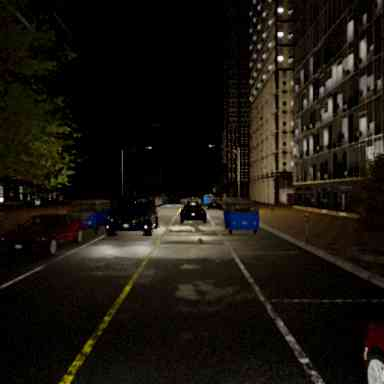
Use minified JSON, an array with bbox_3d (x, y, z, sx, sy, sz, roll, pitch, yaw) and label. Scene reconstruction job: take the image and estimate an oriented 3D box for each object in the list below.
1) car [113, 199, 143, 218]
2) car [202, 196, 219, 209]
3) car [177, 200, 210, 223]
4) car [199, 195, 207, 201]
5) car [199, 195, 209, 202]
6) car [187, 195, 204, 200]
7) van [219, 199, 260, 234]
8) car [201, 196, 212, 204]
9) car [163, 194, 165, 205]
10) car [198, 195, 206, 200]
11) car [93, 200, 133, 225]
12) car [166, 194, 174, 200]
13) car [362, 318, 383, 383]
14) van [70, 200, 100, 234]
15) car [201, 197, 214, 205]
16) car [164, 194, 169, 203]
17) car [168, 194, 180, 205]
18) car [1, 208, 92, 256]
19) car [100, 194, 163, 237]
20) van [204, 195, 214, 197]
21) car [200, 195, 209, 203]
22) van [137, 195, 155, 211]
[{"bbox_3d":[-5.697,1.439,30.170,1.967,1.590,4.097,0,0,0],"label":"car"},{"bbox_3d":[2.682,1.557,41.511,1.947,1.339,4.313,0,0,0],"label":"car"},{"bbox_3d":[0.094,1.563,25.673,1.994,1.385,4.181,0,0,0],"label":"car"},{"bbox_3d":[2.674,1.454,81.362,1.752,1.417,4.829,0,0,0],"label":"car"},{"bbox_3d":[2.675,1.492,75.521,2.008,1.369,4.403,0,0,0],"label":"car"},{"bbox_3d":[0.090,1.342,41.673,2.097,1.767,4.553,0,0,0],"label":"car"},{"bbox_3d":[2.686,1.343,18.835,1.690,1.788,3.998,0,0,0],"label":"van"},{"bbox_3d":[2.677,1.527,64.185,1.947,1.339,4.313,0,0,0],"label":"car"},{"bbox_3d":[-5.701,1.503,52.676,1.752,1.417,4.829,0,0,0],"label":"car"},{"bbox_3d":[2.673,1.467,86.860,2.008,1.369,4.403,0,0,0],"label":"car"},{"bbox_3d":[-5.696,1.442,24.502,1.967,1.590,4.097,0,0,0],"label":"car"},{"bbox_3d":[-5.707,1.357,86.857,1.967,1.590,4.097,0,0,0],"label":"car"},{"bbox_3d":[2.690,1.545,1.831,1.887,1.381,4.507,0,0,0],"label":"car"},{"bbox_3d":[-5.694,1.343,18.834,1.690,1.788,3.998,0,0,0],"label":"van"},{"bbox_3d":[2.678,1.536,58.517,1.947,1.339,4.313,0,0,0],"label":"car"},{"bbox_3d":[-5.702,1.521,58.514,2.008,1.369,4.403,0,0,0],"label":"car"},{"bbox_3d":[-3.062,1.570,58.935,1.895,1.301,4.718,0,0,1],"label":"car"},{"bbox_3d":[-5.693,1.547,13.165,1.887,1.381,4.507,0,0,0],"label":"car"},{"bbox_3d":[-3.106,1.222,18.379,2.150,2.045,5.566,0,0,0],"label":"car"},{"bbox_3d":[2.680,1.318,52.848,1.690,1.788,3.998,0,0,0],"label":"van"},{"bbox_3d":[2.676,1.477,70.024,1.752,1.417,4.829,0,0,0],"label":"car"},{"bbox_3d":[-5.699,1.332,41.508,1.690,1.788,3.998,0,0,0],"label":"van"}]
